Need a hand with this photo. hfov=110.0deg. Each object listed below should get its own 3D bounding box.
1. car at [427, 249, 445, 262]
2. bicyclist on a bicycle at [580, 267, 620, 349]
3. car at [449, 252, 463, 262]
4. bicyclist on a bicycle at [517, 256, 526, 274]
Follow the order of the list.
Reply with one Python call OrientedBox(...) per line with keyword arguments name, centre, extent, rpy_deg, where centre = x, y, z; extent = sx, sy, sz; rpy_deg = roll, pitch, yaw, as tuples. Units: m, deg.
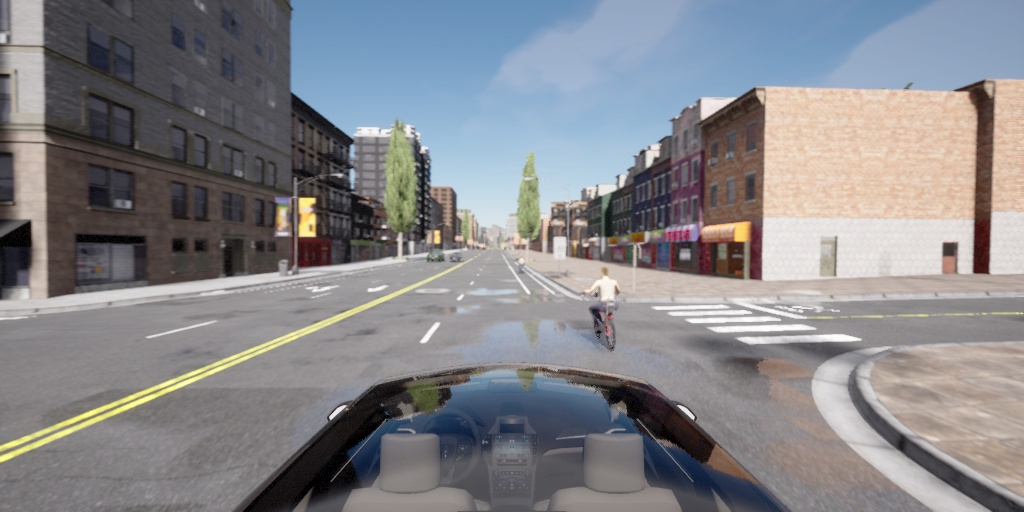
OrientedBox(name="car", centre=(-12.150, -0.110, 57.483), extent=(2.150, 2.045, 5.566), rpy_deg=(0, 1, -2))
OrientedBox(name="bicyclist on a bicycle", centre=(1.921, 1.026, 7.543), extent=(0.866, 1.612, 1.509), rpy_deg=(-1, 1, -2))
OrientedBox(name="car", centre=(-8.907, 0.193, 57.656), extent=(1.837, 1.490, 4.892), rpy_deg=(0, 1, -2))
OrientedBox(name="bicyclist on a bicycle", centre=(0.862, 0.815, 32.762), extent=(0.866, 1.612, 1.509), rpy_deg=(0, 1, -2))
